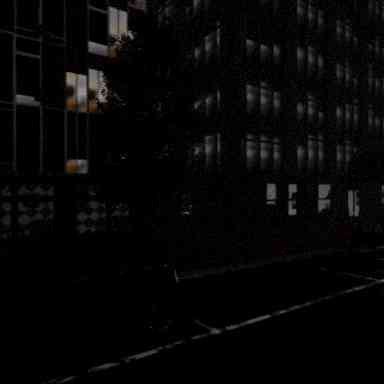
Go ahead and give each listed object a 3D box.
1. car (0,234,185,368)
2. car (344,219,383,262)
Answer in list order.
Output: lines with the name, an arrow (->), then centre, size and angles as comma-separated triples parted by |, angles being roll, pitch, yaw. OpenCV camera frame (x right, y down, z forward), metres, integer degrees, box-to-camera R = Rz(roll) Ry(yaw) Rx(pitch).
car -> -2.207, 1.446, 4.996 | 4.097, 1.590, 1.967 | 0, -1, -36
car -> 7.046, 1.623, 11.597 | 4.403, 1.369, 2.008 | 0, -1, -36
